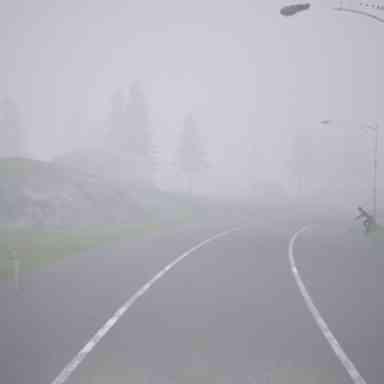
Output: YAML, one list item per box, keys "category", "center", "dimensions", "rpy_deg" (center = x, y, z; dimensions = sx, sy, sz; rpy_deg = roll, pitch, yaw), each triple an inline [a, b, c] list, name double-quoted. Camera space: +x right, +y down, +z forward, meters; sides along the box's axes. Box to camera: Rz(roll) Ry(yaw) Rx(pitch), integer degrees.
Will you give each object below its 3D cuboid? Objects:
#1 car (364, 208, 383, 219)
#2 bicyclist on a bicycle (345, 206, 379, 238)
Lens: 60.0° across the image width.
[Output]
- category: "car"
  center: [23.460, 2.667, 41.803]
  dimensions: [4.181, 1.385, 1.994]
  rpy_deg: [4, 0, -33]
- category: "bicyclist on a bicycle"
  center: [9.057, 1.602, 17.668]
  dimensions: [1.656, 1.620, 0.582]
  rpy_deg: [2, 0, 24]
